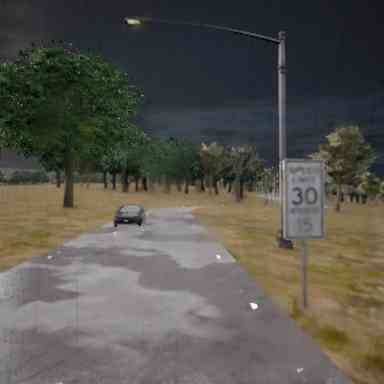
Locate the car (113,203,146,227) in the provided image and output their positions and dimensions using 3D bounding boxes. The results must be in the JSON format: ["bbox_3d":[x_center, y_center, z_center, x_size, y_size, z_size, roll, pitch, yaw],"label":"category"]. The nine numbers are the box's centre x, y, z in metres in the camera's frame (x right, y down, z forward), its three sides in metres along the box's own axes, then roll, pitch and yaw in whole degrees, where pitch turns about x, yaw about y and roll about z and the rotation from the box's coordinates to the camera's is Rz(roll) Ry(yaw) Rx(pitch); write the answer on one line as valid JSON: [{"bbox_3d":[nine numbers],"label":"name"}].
[{"bbox_3d":[-4.393,1.610,23.958,1.882,1.535,5.008,0,0,-3],"label":"car"}]
